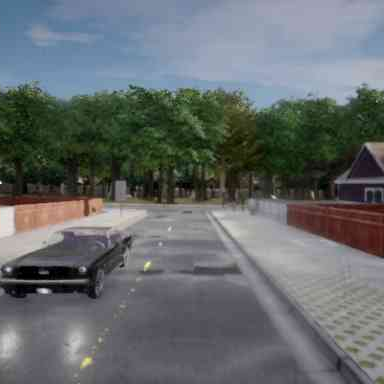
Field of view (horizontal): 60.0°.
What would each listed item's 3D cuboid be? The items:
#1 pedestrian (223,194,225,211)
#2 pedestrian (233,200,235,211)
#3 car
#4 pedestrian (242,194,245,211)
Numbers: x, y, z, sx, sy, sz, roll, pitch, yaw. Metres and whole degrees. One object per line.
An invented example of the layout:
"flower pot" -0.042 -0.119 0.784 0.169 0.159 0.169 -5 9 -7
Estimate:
"pedestrian" 3.522 1.144 36.754 0.375 1.860 0.375 -1 1 0
"pedestrian" 4.522 1.413 35.561 0.375 1.300 0.375 -1 1 0
"car" -2.846 1.601 8.610 1.895 1.301 4.718 0 0 0
"pedestrian" 5.522 1.134 36.153 0.375 1.860 0.375 -1 1 0
